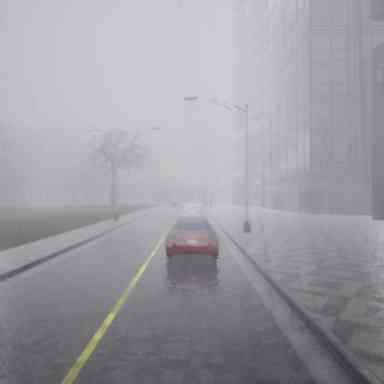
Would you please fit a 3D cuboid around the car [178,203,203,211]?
[{"bbox_3d":[0.022,1.818,28.923,1.812,1.442,4.674,0,0,1],"label":"car"}]

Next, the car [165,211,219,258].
[{"bbox_3d":[0.020,1.702,13.496,1.994,1.385,4.181,0,0,0],"label":"car"}]

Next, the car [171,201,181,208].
[{"bbox_3d":[-3.024,2.385,64.569,1.895,1.301,4.718,0,-1,1],"label":"car"}]
